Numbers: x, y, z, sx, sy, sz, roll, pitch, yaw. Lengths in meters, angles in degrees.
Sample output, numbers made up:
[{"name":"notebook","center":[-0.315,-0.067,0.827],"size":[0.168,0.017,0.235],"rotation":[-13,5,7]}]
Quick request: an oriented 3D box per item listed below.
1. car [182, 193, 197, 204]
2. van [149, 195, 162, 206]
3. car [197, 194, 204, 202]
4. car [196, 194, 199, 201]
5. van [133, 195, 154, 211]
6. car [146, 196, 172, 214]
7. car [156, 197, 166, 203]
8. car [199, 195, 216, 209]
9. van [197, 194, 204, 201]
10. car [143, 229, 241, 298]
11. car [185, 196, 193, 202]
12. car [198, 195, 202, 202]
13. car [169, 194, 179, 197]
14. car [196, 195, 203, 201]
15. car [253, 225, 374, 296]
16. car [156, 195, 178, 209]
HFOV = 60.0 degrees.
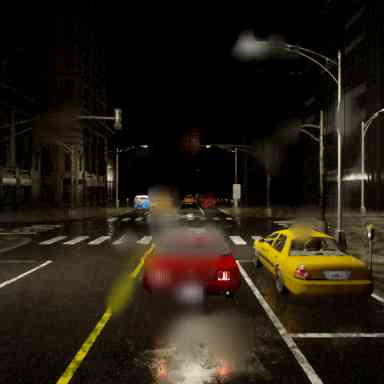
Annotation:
[{"name":"car","center":[-0.548,1.514,65.738],"size":[1.882,1.535,5.008],"rotation":[0,0,0]},{"name":"van","center":[-6.256,1.369,57.463],"size":[1.690,1.788,3.998],"rotation":[0,0,0]},{"name":"car","center":[2.295,1.573,57.518],"size":[1.887,1.381,4.507],"rotation":[0,0,0]},{"name":"car","center":[2.246,1.559,63.213],"size":[1.752,1.417,4.829],"rotation":[0,0,0]},{"name":"van","center":[-6.118,1.355,40.889],"size":[1.690,1.788,3.998],"rotation":[0,0,0]},{"name":"car","center":[-3.384,1.488,35.248],"size":[1.882,1.535,5.008],"rotation":[0,0,-2]},{"name":"car","center":[-6.347,1.621,68.512],"size":[1.802,1.307,4.206],"rotation":[0,0,0]},{"name":"car","center":[2.391,1.563,46.468],"size":[1.887,1.381,4.507],"rotation":[0,0,0]},{"name":"van","center":[2.055,1.397,85.144],"size":[1.690,1.788,3.998],"rotation":[0,0,0]},{"name":"car","center":[-0.006,1.602,8.483],"size":[1.895,1.301,4.718],"rotation":[0,0,0]},{"name":"car","center":[-0.637,1.492,76.187],"size":[1.895,1.301,4.718],"rotation":[0,0,0]},{"name":"car","center":[2.343,1.568,51.993],"size":[1.887,1.381,4.507],"rotation":[0,0,0]},{"name":"car","center":[-3.544,1.531,55.268],"size":[1.837,1.490,4.892],"rotation":[0,0,0]},{"name":"car","center":[2.007,1.612,90.669],"size":[2.008,1.369,4.403],"rotation":[0,0,0]},{"name":"car","center":[2.702,1.526,8.546],"size":[1.752,1.417,4.829],"rotation":[0,0,0]},{"name":"car","center":[-3.470,1.509,45.135],"size":[2.128,1.511,4.902],"rotation":[0,0,0]}]
